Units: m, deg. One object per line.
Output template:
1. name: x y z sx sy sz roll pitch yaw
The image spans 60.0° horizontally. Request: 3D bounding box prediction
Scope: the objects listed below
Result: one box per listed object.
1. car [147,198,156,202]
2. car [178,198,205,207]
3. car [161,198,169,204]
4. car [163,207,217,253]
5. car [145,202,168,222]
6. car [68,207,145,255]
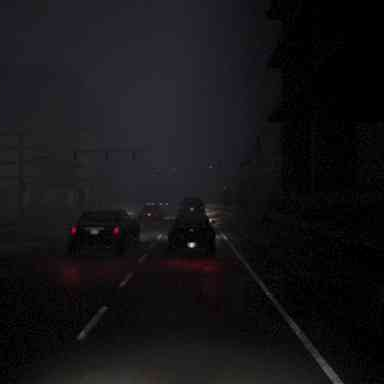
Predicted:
1. car: -10.576 2.359 87.311 2.033 1.411 5.357 0 -1 1
2. car: -0.008 1.490 29.004 2.150 2.045 5.566 0 0 0
3. car: -7.077 2.318 87.268 1.837 1.490 4.892 0 -1 1
4. car: 0.000 1.643 14.310 1.837 1.490 4.892 0 0 0
5. car: -3.510 1.841 29.303 1.994 1.385 4.181 0 0 0
6. car: -3.502 1.484 14.081 2.097 1.767 4.553 0 -1 0
